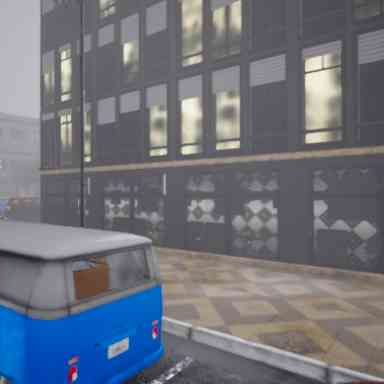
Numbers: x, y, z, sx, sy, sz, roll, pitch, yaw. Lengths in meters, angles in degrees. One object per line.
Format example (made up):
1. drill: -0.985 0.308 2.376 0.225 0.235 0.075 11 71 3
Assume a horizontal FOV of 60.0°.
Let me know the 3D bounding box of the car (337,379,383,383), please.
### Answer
1. car: 2.385 1.583 1.137 4.206 1.307 1.802 0 0 35

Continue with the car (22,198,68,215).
1. car: -15.782 1.508 35.902 1.967 1.590 4.097 -1 0 35

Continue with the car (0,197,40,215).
1. car: -12.141 1.332 26.551 2.192 1.841 5.009 -1 0 35

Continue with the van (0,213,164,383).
1. van: -2.247 1.338 4.440 3.998 1.788 1.690 0 0 35
